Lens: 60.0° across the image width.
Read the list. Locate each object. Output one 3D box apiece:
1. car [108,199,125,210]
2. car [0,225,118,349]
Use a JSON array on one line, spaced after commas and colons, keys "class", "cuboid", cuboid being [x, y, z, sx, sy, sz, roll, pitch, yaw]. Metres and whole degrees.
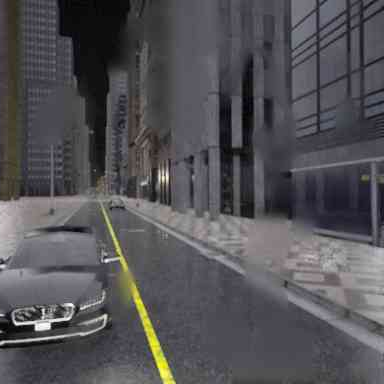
[{"class": "car", "cuboid": [-9.600, 1.547, 42.292, 2.033, 1.411, 5.357, 0, 0, -16]}, {"class": "car", "cuboid": [-2.619, 1.506, 6.674, 1.837, 1.490, 4.892, 0, 0, -16]}]
